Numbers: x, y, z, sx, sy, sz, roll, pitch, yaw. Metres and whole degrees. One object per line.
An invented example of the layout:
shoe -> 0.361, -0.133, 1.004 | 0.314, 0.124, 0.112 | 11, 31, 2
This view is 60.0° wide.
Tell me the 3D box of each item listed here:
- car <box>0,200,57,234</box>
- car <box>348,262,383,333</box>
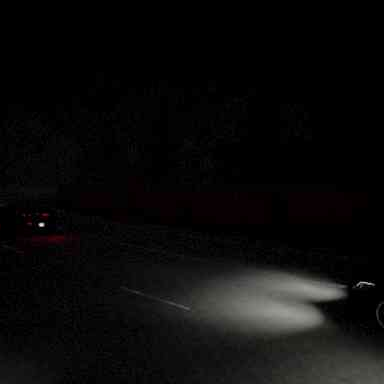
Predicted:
car -> -8.379, 1.149, 16.609 | 1.837, 1.490, 4.892 | 0, 1, -43
car -> 4.888, 1.565, 4.904 | 4.674, 1.442, 1.812 | 2, 1, 35
